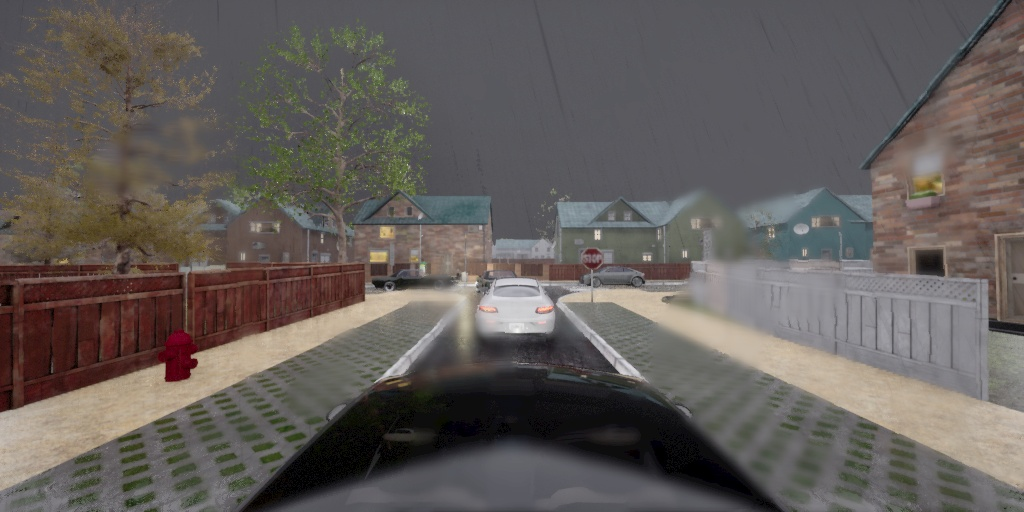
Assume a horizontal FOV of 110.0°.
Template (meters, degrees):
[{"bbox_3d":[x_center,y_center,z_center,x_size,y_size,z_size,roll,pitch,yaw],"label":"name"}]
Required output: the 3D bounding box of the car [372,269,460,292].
[{"bbox_3d":[-5.470,1.416,20.872,4.718,1.301,1.895,-1,-1,1],"label":"car"}]

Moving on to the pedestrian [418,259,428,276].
[{"bbox_3d":[-6.685,1.118,26.758,0.375,1.860,0.375,0,-1,1],"label":"pedestrian"}]

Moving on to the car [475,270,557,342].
[{"bbox_3d":[0.108,1.279,9.665,1.812,1.442,4.674,0,0,0],"label":"car"}]

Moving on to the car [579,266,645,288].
[{"bbox_3d":[6.552,1.344,23.655,4.181,1.385,1.994,0,-1,1],"label":"car"}]

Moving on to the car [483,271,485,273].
[{"bbox_3d":[-0.746,1.366,18.485,1.895,1.301,4.718,0,-1,-12],"label":"car"}]
